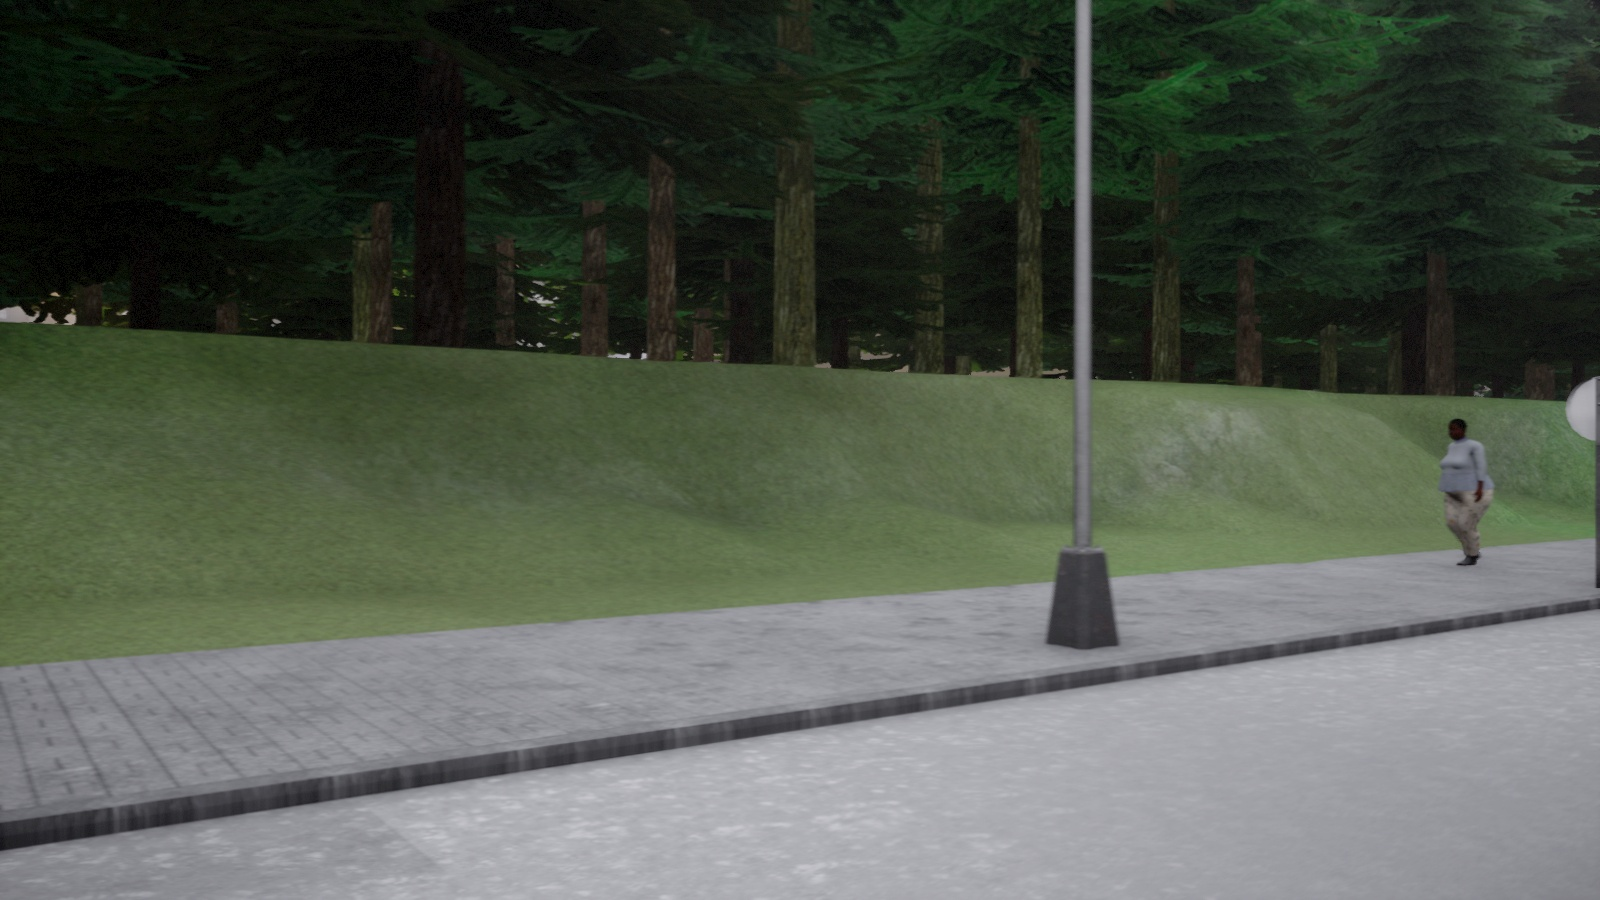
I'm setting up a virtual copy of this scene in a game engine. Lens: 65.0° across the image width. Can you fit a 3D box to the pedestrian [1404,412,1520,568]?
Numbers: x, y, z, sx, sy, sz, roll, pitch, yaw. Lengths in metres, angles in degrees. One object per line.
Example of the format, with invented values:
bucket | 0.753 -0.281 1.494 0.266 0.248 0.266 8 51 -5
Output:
pedestrian | 8.120 0.475 15.437 0.900 1.855 0.874 0 0 -11
